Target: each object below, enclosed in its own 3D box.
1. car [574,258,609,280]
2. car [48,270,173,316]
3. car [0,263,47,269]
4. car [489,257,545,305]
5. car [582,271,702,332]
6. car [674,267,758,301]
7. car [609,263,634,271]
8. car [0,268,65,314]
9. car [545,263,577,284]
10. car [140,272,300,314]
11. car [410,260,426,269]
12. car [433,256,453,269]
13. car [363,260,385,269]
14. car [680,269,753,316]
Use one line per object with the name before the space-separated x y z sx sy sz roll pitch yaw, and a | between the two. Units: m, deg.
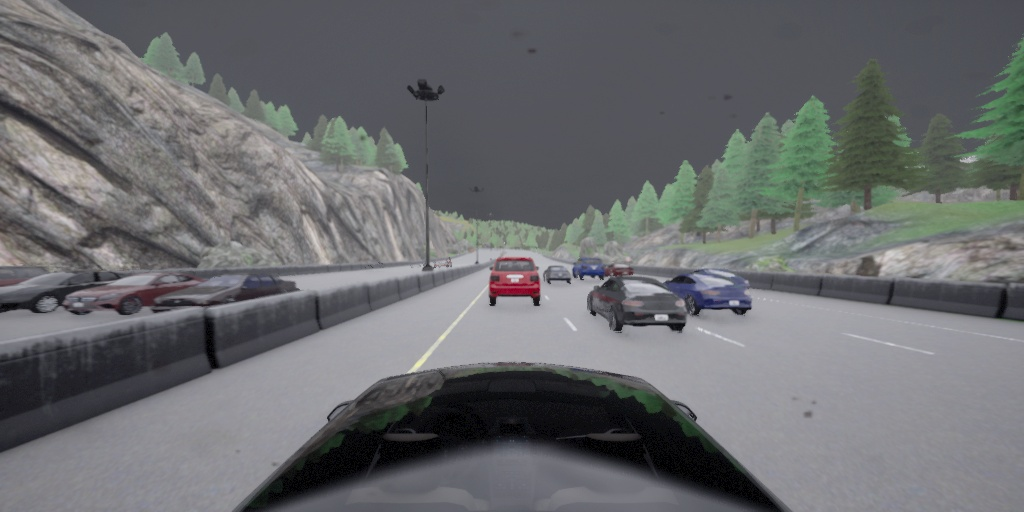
car | 7.129 1.184 33.845 2.150 2.045 5.566 0 0 0
car | -14.090 1.356 13.987 1.812 1.442 4.674 0 0 0
car | -21.089 1.183 14.114 2.097 1.767 4.553 0 0 0
car | 0.113 1.071 16.827 2.150 2.045 5.566 0 0 0
car | 3.607 1.337 10.958 1.812 1.442 4.674 0 0 0
car | 10.615 1.392 19.144 1.812 1.442 4.674 0 0 0
car | 10.631 1.455 36.025 1.882 1.535 5.008 0 0 0
car | -17.589 1.338 14.345 1.837 1.490 4.892 0 0 0
car | 3.624 1.481 29.405 2.033 1.411 5.357 0 0 0
car | -10.590 1.378 13.936 2.033 1.411 5.357 0 0 0
car | -13.953 1.255 54.595 2.033 1.411 5.357 0 0 0
car | -10.453 0.940 54.564 2.150 2.045 5.566 0 0 0
car | -20.953 1.267 54.601 1.994 1.385 4.181 0 0 0
car | 7.110 1.356 13.768 1.812 1.442 4.674 0 0 0
